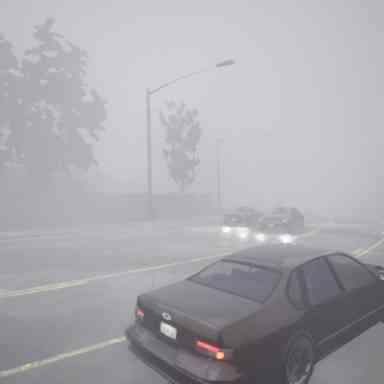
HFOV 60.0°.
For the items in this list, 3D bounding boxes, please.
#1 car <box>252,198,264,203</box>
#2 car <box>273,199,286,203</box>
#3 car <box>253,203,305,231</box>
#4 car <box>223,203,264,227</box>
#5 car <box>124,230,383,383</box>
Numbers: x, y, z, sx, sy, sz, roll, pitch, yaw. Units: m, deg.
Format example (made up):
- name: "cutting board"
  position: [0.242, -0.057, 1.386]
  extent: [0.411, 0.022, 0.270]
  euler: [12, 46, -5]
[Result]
- name: "car"
  position: [12.804, 1.928, 65.012]
  extent: [2.097, 1.767, 4.553]
  euler: [-1, -1, 6]
- name: "car"
  position: [15.896, 1.973, 60.746]
  extent: [2.128, 1.511, 4.902]
  euler: [-1, -1, 6]
- name: "car"
  position: [5.750, 1.633, 20.845]
  extent: [1.812, 1.442, 4.674]
  euler: [0, -1, 33]
- name: "car"
  position: [3.854, 1.718, 24.393]
  extent: [1.994, 1.385, 4.181]
  euler: [-1, -1, 31]
- name: "car"
  position: [1.638, 1.560, 5.272]
  extent: [5.357, 1.411, 2.033]
  euler: [0, 0, -41]
